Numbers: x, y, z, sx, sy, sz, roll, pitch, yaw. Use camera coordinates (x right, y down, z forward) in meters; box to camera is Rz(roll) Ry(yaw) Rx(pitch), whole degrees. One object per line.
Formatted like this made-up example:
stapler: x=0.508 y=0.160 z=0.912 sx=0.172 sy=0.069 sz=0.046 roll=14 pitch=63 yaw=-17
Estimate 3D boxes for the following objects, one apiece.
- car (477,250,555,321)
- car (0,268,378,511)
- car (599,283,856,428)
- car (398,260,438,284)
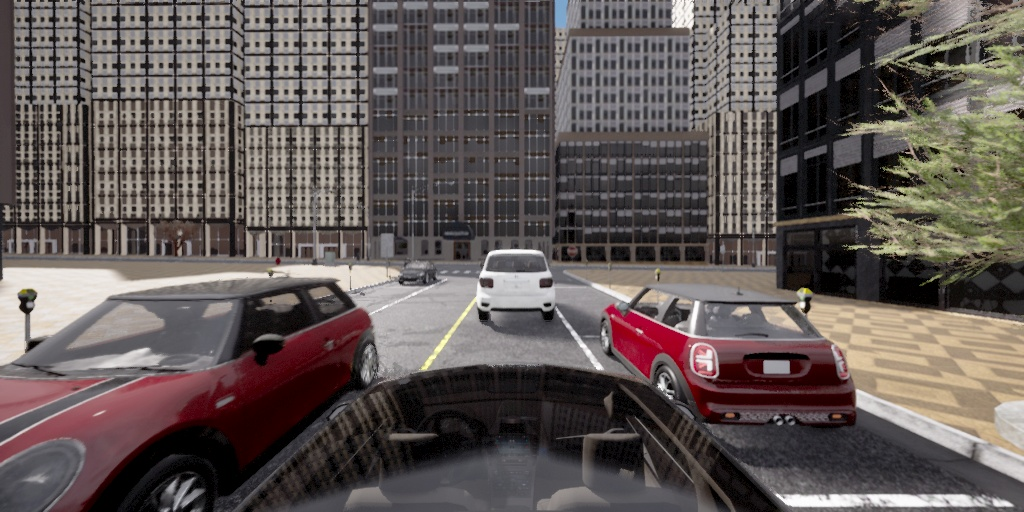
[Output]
car: x=0.103 y=0.803 z=11.807 sx=2.150 sy=2.045 sz=5.566 roll=0 pitch=1 yaw=0
car: x=-3.095 y=1.071 z=3.561 sx=2.097 sy=1.767 sz=4.553 roll=0 pitch=1 yaw=0
car: x=2.691 y=1.124 z=5.612 sx=1.967 sy=1.591 sz=4.097 roll=0 pitch=0 yaw=0
car: x=-5.820 y=0.950 z=22.544 sx=2.007 sy=1.370 sz=4.403 roll=0 pitch=0 yaw=0
